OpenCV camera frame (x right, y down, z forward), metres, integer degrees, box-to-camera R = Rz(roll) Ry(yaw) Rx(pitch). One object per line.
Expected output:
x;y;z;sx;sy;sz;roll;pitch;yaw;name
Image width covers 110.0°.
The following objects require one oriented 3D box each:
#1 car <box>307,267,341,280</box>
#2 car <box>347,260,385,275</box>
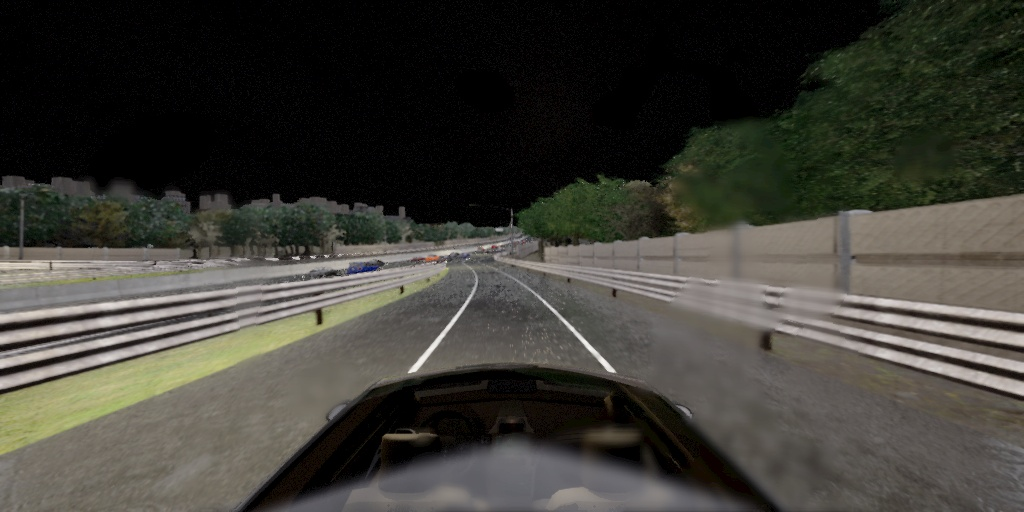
-23.819;2.099;45.722;2.128;1.511;4.902;0;2;8;car
-19.911;1.718;48.409;2.150;2.045;5.566;0;2;8;car
